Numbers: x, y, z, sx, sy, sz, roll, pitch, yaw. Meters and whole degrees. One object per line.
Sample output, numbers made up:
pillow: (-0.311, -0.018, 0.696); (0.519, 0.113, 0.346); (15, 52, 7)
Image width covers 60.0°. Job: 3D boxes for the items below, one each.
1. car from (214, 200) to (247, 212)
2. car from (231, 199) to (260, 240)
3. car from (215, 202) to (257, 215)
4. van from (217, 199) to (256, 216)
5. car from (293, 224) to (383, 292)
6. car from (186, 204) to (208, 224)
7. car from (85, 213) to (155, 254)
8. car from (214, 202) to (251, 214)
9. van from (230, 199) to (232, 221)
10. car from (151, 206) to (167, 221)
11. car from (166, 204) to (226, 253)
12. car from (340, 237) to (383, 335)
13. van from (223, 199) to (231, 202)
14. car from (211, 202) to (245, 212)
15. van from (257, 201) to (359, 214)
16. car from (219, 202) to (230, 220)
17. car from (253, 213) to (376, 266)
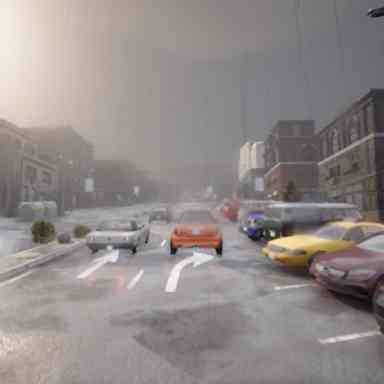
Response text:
car: (5.840, 2.170, 50.585); (4.553, 1.767, 2.185); (1, -1, -19)
car: (5.211, 1.500, 17.062); (5.566, 2.045, 2.435); (1, -1, -19)
car: (5.884, 2.195, 44.544); (5.366, 1.575, 1.946); (1, -1, -19)
van: (5.549, 1.918, 41.394); (4.442, 1.987, 1.878); (1, -1, -19)
car: (5.076, 1.644, 7.938); (4.674, 1.452, 2.002); (1, -1, -19)
car: (0.490, 1.972, 30.683); (1.882, 1.535, 5.008); (0, -1, 1)
car: (-3.046, 1.844, 14.750); (1.895, 1.301, 4.718); (0, -1, 1)
car: (5.788, 2.274, 47.540); (4.792, 1.488, 2.163); (1, -1, -19)
van: (5.232, 1.622, 23.124); (4.442, 1.987, 1.878); (1, -1, -19)
car: (-2.770, 2.021, 30.390); (1.812, 1.442, 4.674); (0, -1, 1)
car: (0.209, 1.591, 14.906); (2.097, 1.767, 4.553); (0, -1, 1)
car: (5.013, 1.556, 4.897); (4.892, 1.521, 2.231); (1, -1, -19)
van: (5.661, 1.823, 35.388); (4.442, 1.987, 1.878); (1, -1, -19)
car: (5.839, 2.347, 53.626); (4.892, 1.521, 2.231); (1, -1, -19)
van: (5.293, 1.479, 14.073); (4.442, 1.987, 1.878); (1, -1, -19)
car: (5.492, 1.999, 32.296); (4.892, 1.521, 2.231); (1, -1, -19)
car: (4.952, 1.647, 10.922); (5.366, 1.575, 1.946); (1, -1, -19)
